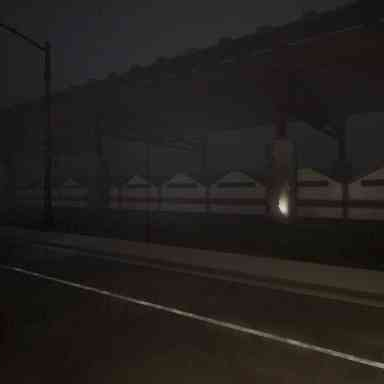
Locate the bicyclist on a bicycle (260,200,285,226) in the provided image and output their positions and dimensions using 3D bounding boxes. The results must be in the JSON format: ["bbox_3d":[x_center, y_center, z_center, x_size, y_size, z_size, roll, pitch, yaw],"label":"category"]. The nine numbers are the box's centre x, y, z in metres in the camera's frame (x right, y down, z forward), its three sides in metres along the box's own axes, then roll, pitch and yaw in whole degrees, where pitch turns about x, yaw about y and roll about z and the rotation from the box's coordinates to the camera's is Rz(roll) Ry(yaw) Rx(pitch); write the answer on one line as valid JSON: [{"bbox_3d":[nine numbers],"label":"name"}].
[{"bbox_3d":[4.962,1.303,20.312,1.656,1.620,0.582,2,0,-10],"label":"bicyclist on a bicycle"}]
